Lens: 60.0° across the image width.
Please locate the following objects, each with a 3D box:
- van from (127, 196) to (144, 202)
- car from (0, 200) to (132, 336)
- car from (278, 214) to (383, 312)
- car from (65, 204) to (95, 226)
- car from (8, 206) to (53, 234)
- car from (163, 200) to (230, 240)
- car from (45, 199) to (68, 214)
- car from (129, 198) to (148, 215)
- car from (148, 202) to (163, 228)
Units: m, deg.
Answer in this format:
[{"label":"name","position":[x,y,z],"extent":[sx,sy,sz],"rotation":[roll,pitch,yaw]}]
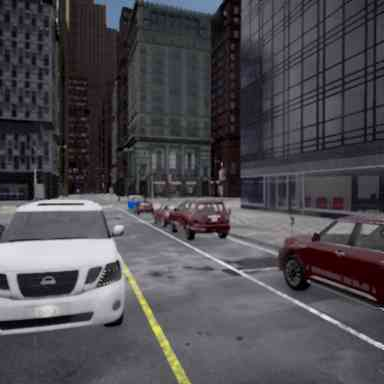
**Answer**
[{"label":"van","position":[-6.547,1.330,38.705],"extent":[1.690,1.788,3.998],"rotation":[0,0,-18]},{"label":"car","position":[-2.751,1.221,7.037],"extent":[2.150,2.045,5.566],"rotation":[0,0,-18]},{"label":"car","position":[3.694,1.326,6.397],"extent":[2.192,1.841,5.009],"rotation":[0,0,-18]},{"label":"car","position":[-8.233,1.593,24.655],"extent":[1.895,1.301,4.718],"rotation":[0,0,-18]},{"label":"car","position":[-9.552,1.572,19.973],"extent":[1.802,1.307,4.206],"rotation":[0,0,-18]},{"label":"car","position":[0.280,1.324,17.166],"extent":[2.192,1.841,5.009],"rotation":[0,0,-18]},{"label":"car","position":[-14.673,1.539,36.129],"extent":[1.947,1.339,4.313],"rotation":[0,0,-18]},{"label":"car","position":[-4.840,1.578,33.321],"extent":[1.802,1.307,4.206],"rotation":[0,0,-18]},{"label":"car","position":[-1.426,1.446,22.551],"extent":[1.967,1.590,4.097],"rotation":[0,0,-18]}]
